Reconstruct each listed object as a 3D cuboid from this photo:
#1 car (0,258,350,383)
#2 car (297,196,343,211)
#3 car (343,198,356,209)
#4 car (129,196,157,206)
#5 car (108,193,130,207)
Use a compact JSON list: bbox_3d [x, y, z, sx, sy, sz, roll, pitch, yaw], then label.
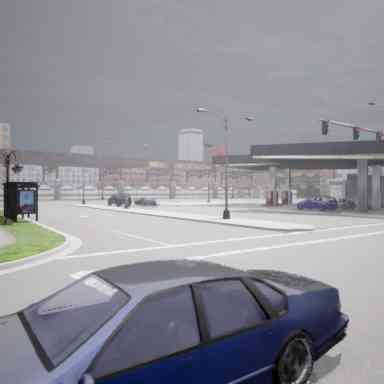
[{"bbox_3d":[-0.438,1.547,3.658,5.357,1.411,2.033,0,0,-35],"label":"car"},{"bbox_3d":[14.323,1.286,38.331,2.242,1.667,4.611,0,0,-35],"label":"car"},{"bbox_3d":[18.597,1.445,42.245,1.970,1.475,3.806,0,0,-35],"label":"car"},{"bbox_3d":[-7.495,1.541,52.792,2.033,1.411,5.357,0,0,-35],"label":"car"},{"bbox_3d":[-11.367,1.216,52.222,2.150,2.045,5.566,0,0,-35],"label":"car"}]
